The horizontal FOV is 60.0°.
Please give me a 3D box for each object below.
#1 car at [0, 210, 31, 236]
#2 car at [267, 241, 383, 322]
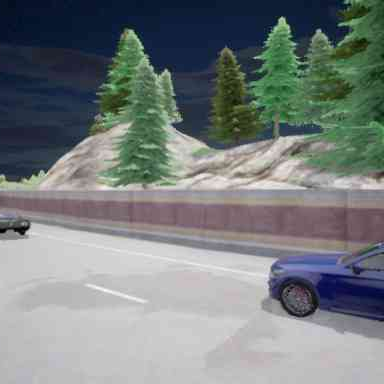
[{"bbox_3d":[-10.282,1.596,17.445,4.718,1.301,1.895,0,0,44],"label":"car"},{"bbox_3d":[3.662,1.545,5.774,4.674,1.442,1.812,0,0,36],"label":"car"}]
